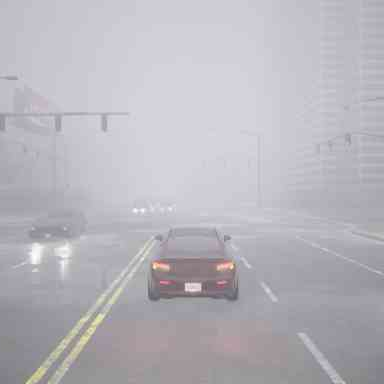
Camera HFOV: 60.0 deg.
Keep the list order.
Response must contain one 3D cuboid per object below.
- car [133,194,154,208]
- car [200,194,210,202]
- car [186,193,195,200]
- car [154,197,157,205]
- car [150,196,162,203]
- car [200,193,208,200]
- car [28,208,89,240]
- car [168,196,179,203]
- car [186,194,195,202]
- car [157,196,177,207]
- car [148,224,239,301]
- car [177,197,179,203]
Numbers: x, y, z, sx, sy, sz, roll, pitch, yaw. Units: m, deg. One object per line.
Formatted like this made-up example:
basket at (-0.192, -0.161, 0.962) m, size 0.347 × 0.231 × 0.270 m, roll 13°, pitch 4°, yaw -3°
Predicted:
car at (-7.310, 1.491, 48.450) m, size 2.128 × 1.511 × 4.902 m, roll 0°, pitch 0°, yaw 0°
car at (3.154, 1.515, 78.021) m, size 2.128 × 1.511 × 4.902 m, roll 0°, pitch 0°, yaw 0°
car at (-0.392, 1.184, 88.293) m, size 2.097 × 1.767 × 4.553 m, roll 0°, pitch 0°, yaw 0°
car at (-7.338, 1.601, 57.721) m, size 1.895 × 1.301 × 4.718 m, roll 0°, pitch 0°, yaw 0°
car at (-7.310, 1.601, 68.021) m, size 1.895 × 1.301 × 4.718 m, roll 0°, pitch 0°, yaw 0°
car at (3.108, 1.184, 88.309) m, size 2.097 × 1.767 × 4.553 m, roll 0°, pitch 0°, yaw 0°
car at (-6.711, 1.547, 17.415) m, size 2.033 × 1.411 × 5.357 m, roll 0°, pitch 0°, yaw -7°
car at (-3.809, 1.553, 69.846) m, size 1.994 × 1.385 × 4.181 m, roll 0°, pitch 0°, yaw 0°
car at (-0.347, 1.584, 78.388) m, size 1.895 × 1.301 × 4.718 m, roll 0°, pitch 0°, yaw 0°
car at (-3.819, 1.564, 51.059) m, size 1.994 × 1.385 × 4.181 m, roll 0°, pitch 0°, yaw 0°
car at (0.028, 1.526, 8.212) m, size 1.812 × 1.442 × 4.674 m, roll 0°, pitch 0°, yaw 0°
car at (-3.839, 1.526, 59.836) m, size 1.812 × 1.442 × 4.674 m, roll 0°, pitch 0°, yaw 0°
